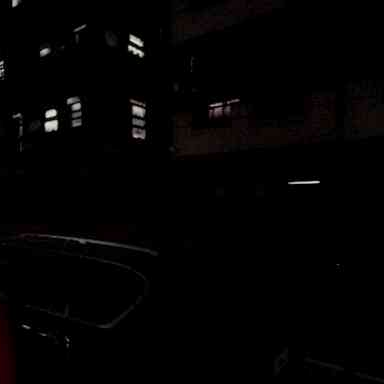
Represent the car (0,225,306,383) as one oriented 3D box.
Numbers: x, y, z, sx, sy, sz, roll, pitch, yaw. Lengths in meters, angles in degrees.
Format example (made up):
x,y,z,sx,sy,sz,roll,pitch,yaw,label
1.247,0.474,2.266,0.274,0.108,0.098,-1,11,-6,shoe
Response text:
x,y,z,sx,sy,sz,roll,pitch,yaw,label
-1.297,1.316,3.813,5.009,1.841,2.192,0,-1,35,car
